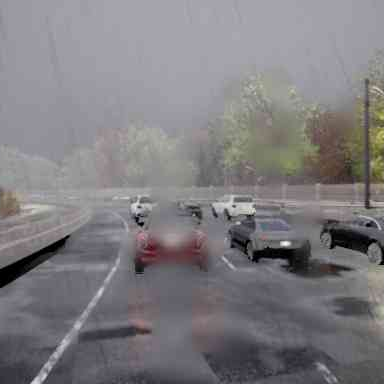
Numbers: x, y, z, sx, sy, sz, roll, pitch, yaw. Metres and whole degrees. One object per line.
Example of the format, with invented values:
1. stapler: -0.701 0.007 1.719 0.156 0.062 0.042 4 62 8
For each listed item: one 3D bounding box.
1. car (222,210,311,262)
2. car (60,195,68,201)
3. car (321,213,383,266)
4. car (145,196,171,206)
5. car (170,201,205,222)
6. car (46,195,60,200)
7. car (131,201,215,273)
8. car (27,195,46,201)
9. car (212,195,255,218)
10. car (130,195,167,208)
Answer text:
1. car: 2.641 1.563 12.243 1.994 1.385 4.181 0 0 -7
2. car: -33.849 1.597 86.287 4.674 1.442 1.812 0 0 41
3. car: 6.257 1.477 11.512 2.128 1.511 4.902 0 0 -6
4. car: -5.290 1.369 51.585 1.837 1.490 4.892 0 0 -35
5. car: -0.471 1.525 28.125 1.837 1.490 4.892 0 0 -14
6. car: -36.111 1.585 83.597 4.902 1.511 2.128 0 0 39
7. car: -0.723 1.362 10.977 2.097 1.767 4.553 0 0 -6
8. car: -38.362 1.546 80.916 5.008 1.535 1.882 0 0 39
9. car: 3.317 1.227 27.492 2.150 2.045 5.566 0 0 -14
10. car: -3.649 1.253 26.584 2.150 2.045 5.566 0 0 -14
